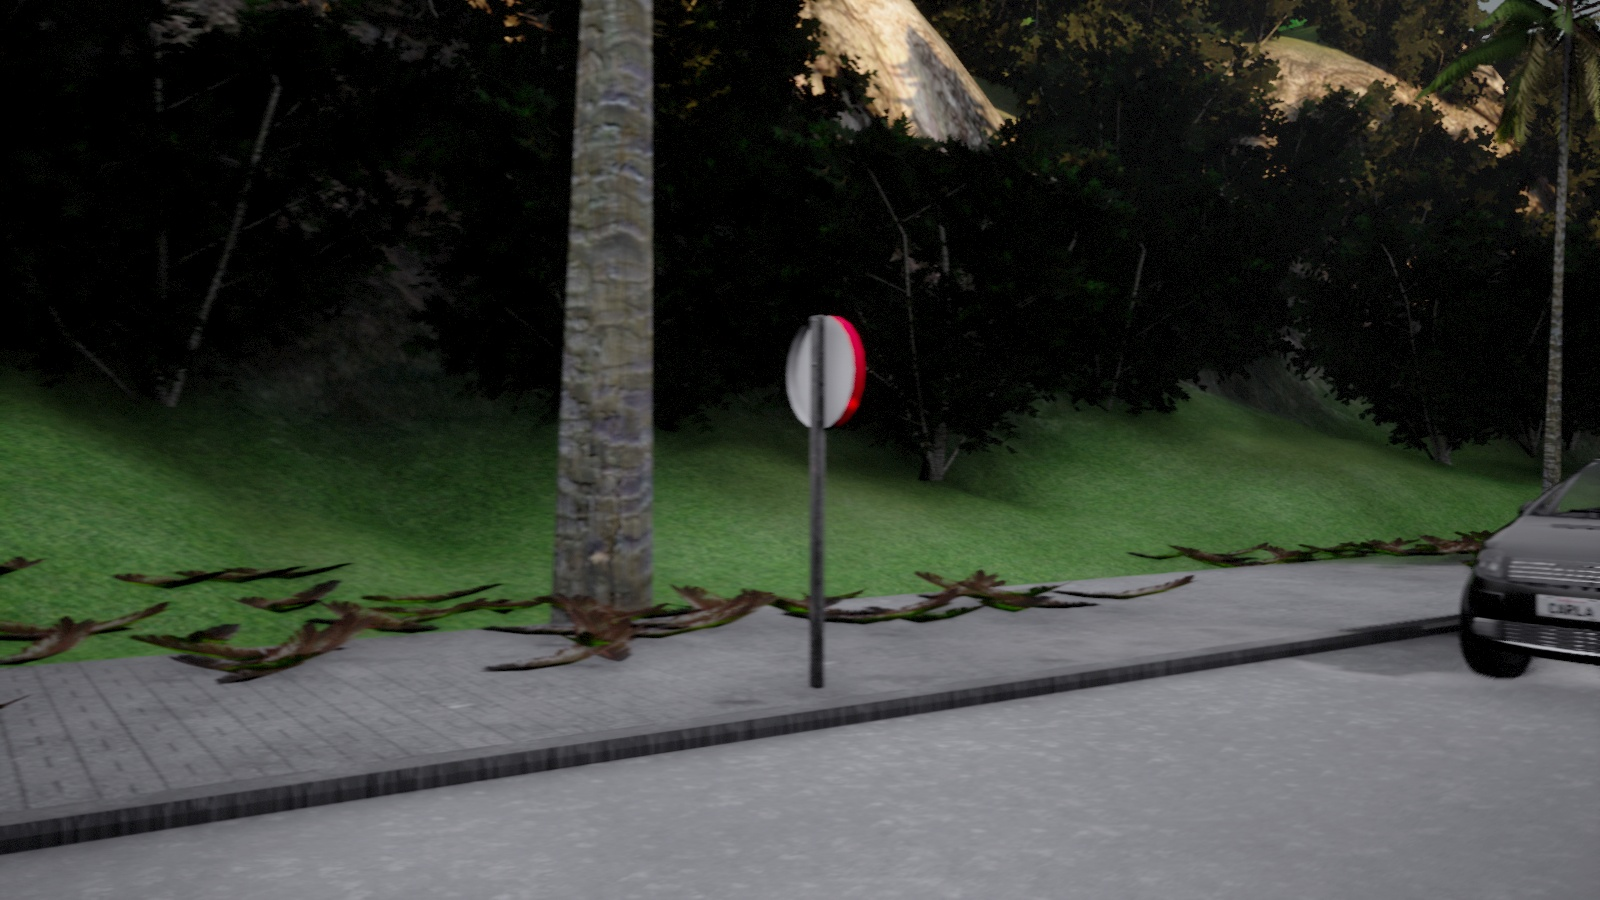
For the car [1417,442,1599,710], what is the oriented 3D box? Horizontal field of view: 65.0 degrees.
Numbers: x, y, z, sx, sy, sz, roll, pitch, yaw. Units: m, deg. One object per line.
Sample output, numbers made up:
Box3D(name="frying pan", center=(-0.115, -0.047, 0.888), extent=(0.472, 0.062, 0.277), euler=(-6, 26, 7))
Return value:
Box3D(name="car", center=(6.037, 0.731, 8.472), extent=(3.705, 1.549, 1.789), euler=(0, 0, -35))
